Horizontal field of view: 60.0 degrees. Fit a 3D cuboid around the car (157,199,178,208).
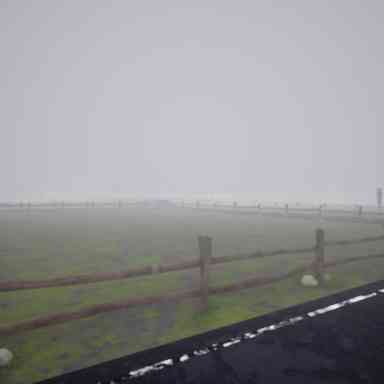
[{"bbox_3d":[-4.338,1.949,56.860,1.882,1.535,5.008,0,-1,-35],"label":"car"}]
